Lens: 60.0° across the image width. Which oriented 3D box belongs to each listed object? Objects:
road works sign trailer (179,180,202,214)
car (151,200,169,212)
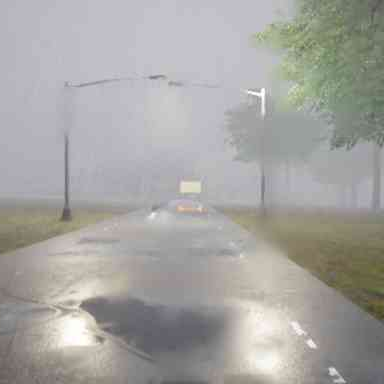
[{"bbox_3d":[-0.139,0.513,35.812,2.380,3.560,2.880,0,0,-1],"label":"road works sign trailer"},{"bbox_3d":[-3.773,1.668,39.965,1.895,1.301,4.718,0,0,0],"label":"car"}]
